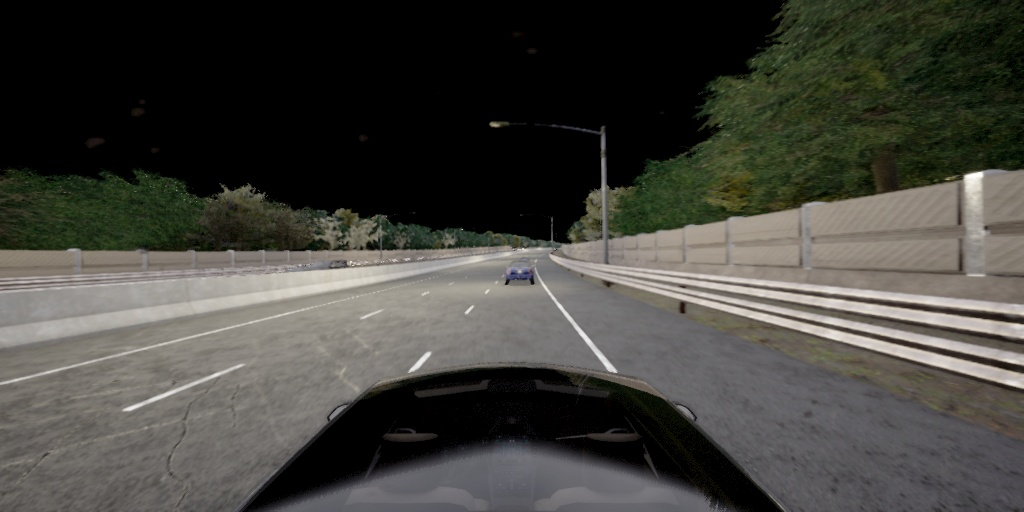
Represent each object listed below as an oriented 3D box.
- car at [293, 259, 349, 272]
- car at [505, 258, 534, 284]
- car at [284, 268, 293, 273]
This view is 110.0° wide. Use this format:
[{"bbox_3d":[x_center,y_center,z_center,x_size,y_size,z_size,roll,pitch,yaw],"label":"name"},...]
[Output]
[{"bbox_3d":[-16.889,1.368,32.672,2.150,2.045,5.566,-1,0,2],"label":"car"},{"bbox_3d":[0.613,1.128,27.498,2.097,1.767,4.553,-1,0,2],"label":"car"},{"bbox_3d":[-20.292,1.715,34.756,1.837,1.490,4.892,-1,0,3],"label":"car"}]
